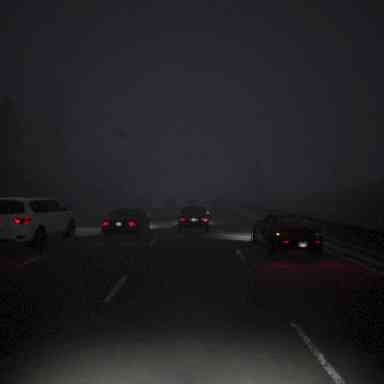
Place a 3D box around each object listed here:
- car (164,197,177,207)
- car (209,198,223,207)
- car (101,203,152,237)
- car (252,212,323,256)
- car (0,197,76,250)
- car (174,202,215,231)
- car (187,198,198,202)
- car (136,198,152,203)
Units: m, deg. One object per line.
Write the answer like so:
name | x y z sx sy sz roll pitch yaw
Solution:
car | -3.429 1.554 53.002 2.033 1.411 5.357 0 0 0
car | 3.573 1.569 49.927 1.994 1.385 4.181 0 0 0
car | -3.418 1.550 18.028 2.033 1.411 5.357 0 0 0
car | 3.590 1.527 13.082 1.812 1.442 4.674 0 0 0
car | -6.917 1.224 14.445 2.150 2.045 5.566 0 0 0
car | 0.085 1.550 20.412 2.033 1.411 5.357 0 0 0
car | 0.073 1.607 53.162 1.895 1.301 4.718 0 0 0
car | -6.924 1.554 48.006 2.033 1.411 5.357 0 0 0
